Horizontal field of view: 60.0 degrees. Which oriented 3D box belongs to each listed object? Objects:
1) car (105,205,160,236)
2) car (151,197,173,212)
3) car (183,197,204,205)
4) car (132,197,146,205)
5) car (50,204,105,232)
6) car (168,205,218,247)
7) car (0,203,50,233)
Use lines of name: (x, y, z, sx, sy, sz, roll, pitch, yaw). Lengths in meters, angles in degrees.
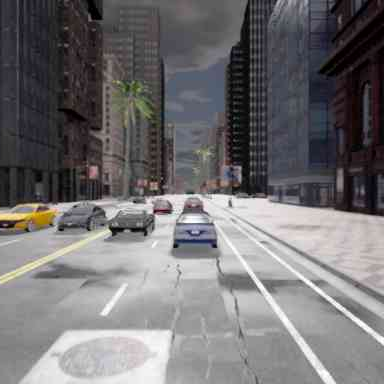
car: (-3.119, 1.597, 18.312, 1.895, 1.301, 4.718, 0, 0, 0)
car: (-3.085, 1.559, 35.796, 1.994, 1.385, 4.181, 0, 0, 0)
car: (0.163, 1.349, 34.968, 2.097, 1.767, 4.553, 0, 0, 0)
car: (-9.661, 1.542, 61.287, 2.033, 1.411, 5.357, 0, 0, 1)
car: (-6.565, 1.499, 20.281, 1.837, 1.490, 4.892, 0, 0, 0)
car: (0.126, 1.546, 14.917, 2.033, 1.411, 5.357, 0, 0, 0)
car: (-9.815, 1.470, 20.022, 1.882, 1.535, 5.008, 0, 0, 0)
